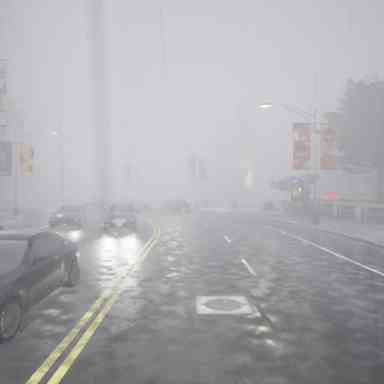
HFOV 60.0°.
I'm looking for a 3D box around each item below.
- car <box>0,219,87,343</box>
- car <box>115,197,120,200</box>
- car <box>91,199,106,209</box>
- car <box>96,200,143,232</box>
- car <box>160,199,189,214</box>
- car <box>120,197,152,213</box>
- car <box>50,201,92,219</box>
[{"bbox_3d":[-3.655,1.526,6.563,1.812,1.442,4.674,0,0,-1],"label":"car"},{"bbox_3d":[-9.807,1.491,46.661,2.128,1.511,4.902,0,0,-45],"label":"car"},{"bbox_3d":[-12.773,1.600,44.732,4.718,1.301,1.895,0,0,44],"label":"car"},{"bbox_3d":[-4.267,1.492,20.283,2.128,1.511,4.902,0,0,-8],"label":"car"},{"bbox_3d":[-1.953,1.504,35.970,1.837,1.490,4.892,0,0,-27],"label":"car"},{"bbox_3d":[-5.930,1.525,36.118,1.812,1.442,4.674,0,0,-31],"label":"car"},{"bbox_3d":[-8.077,1.547,22.115,2.033,1.411,5.357,0,0,-13],"label":"car"}]
